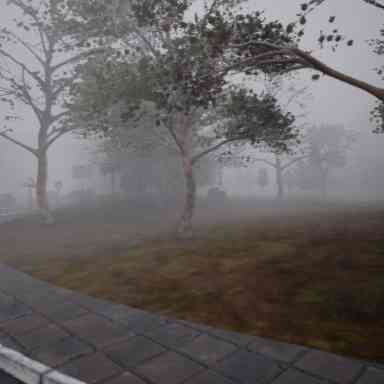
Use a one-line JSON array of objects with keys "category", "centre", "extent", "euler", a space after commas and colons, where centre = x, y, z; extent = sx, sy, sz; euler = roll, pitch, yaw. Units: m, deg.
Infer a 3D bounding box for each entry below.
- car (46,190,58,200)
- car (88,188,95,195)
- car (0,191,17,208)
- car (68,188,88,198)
[{"category": "car", "centre": [-23.895, 0.496, 55.368], "extent": [1.837, 1.490, 4.892], "euler": [-1, 2, -5]}, {"category": "car", "centre": [-22.112, -0.112, 71.151], "extent": [1.994, 1.385, 4.181], "euler": [-1, 2, -5]}, {"category": "car", "centre": [-22.305, 0.839, 38.640], "extent": [2.097, 1.767, 4.553], "euler": [-1, 2, -5]}, {"category": "car", "centre": [-21.114, 0.348, 60.783], "extent": [2.033, 1.411, 5.357], "euler": [-1, 2, -5]}]
